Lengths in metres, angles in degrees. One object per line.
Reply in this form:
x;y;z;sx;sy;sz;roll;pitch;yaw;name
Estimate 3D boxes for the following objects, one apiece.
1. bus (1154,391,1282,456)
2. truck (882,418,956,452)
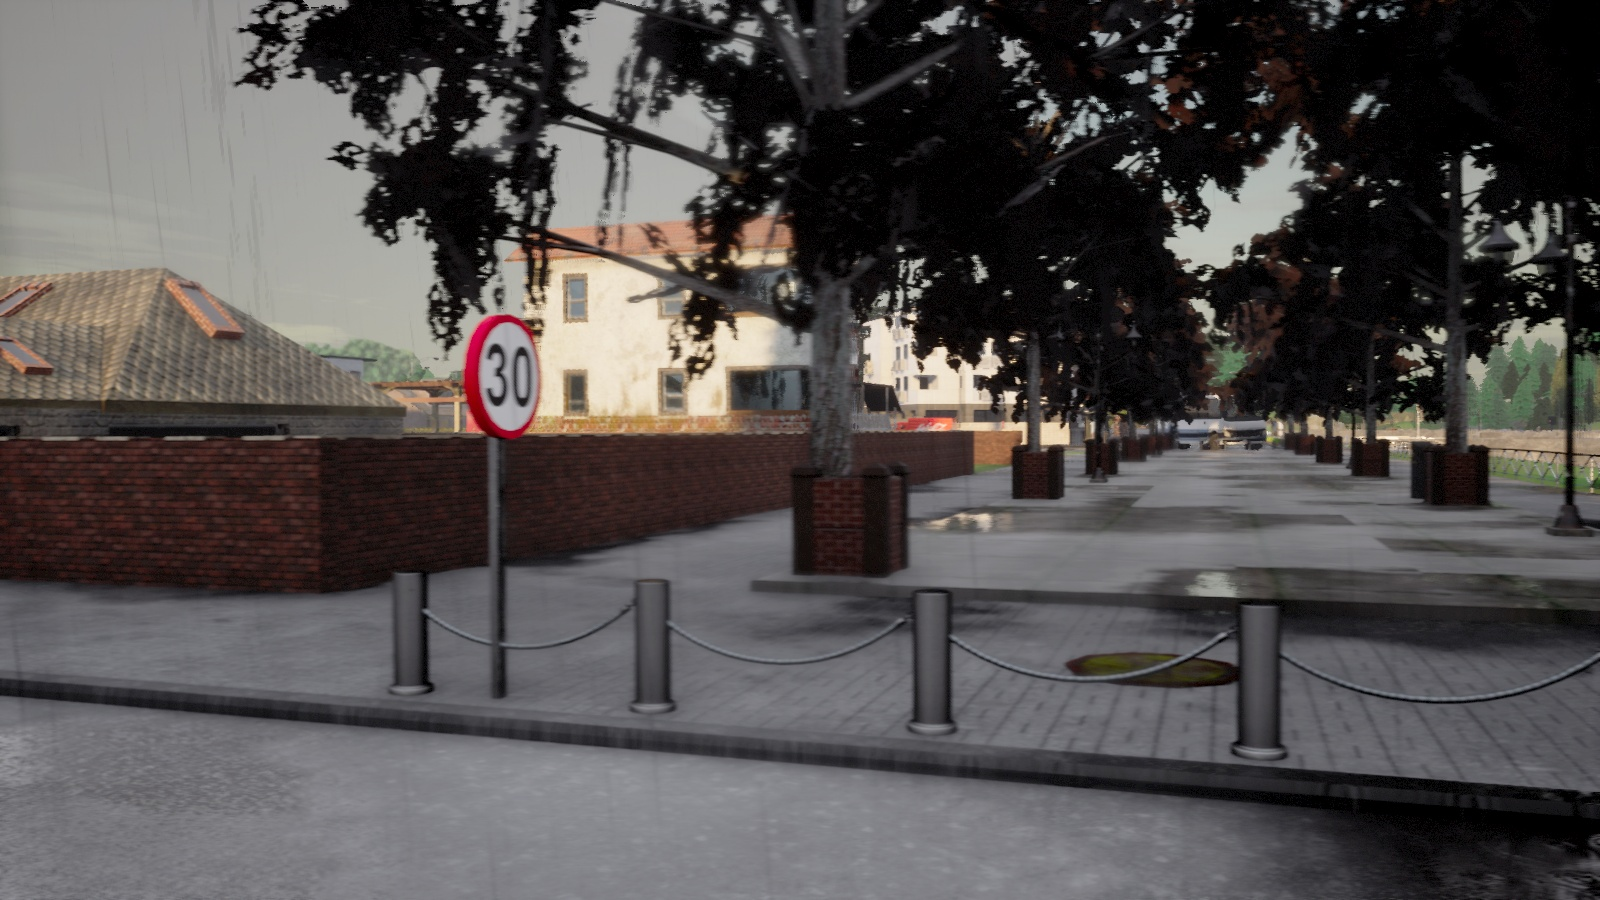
29.113;-1.853;88.240;3.944;4.253;10.273;-2;1;-11;bus
9.111;-1.159;96.053;5.204;2.467;2.627;1;1;18;truck
